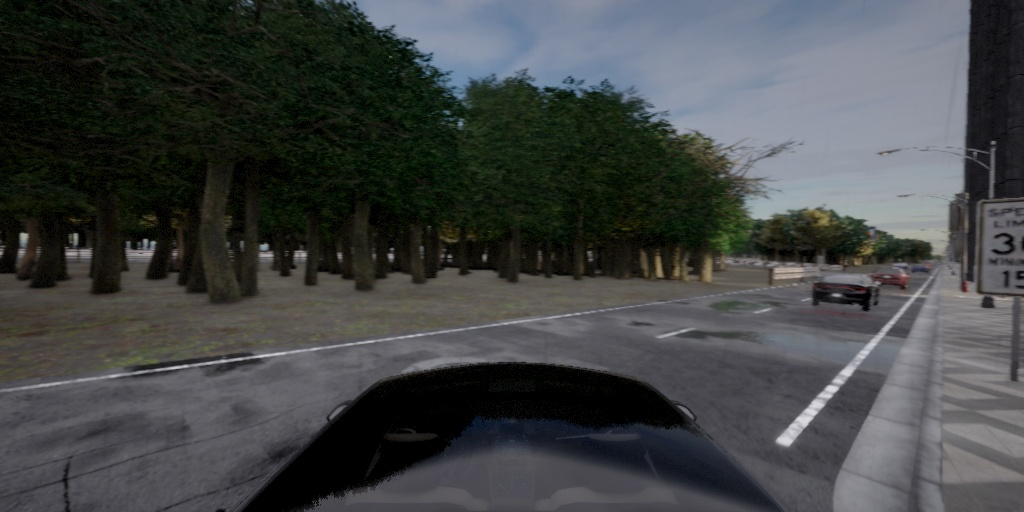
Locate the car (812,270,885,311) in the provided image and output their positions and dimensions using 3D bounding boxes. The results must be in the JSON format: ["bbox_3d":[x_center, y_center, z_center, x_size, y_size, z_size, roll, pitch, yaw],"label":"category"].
[{"bbox_3d":[15.651,1.554,16.747,5.008,1.535,1.882,1,0,-40],"label":"car"}]

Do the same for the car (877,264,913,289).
[{"bbox_3d":[31.749,1.751,30.116,4.553,1.767,2.097,1,0,-40],"label":"car"}]
